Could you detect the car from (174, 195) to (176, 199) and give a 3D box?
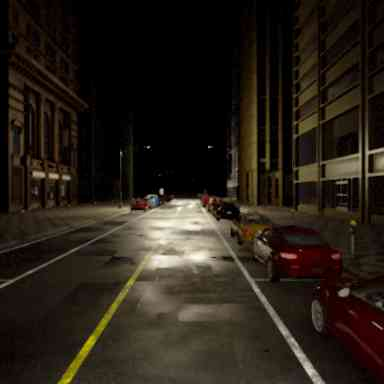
[{"bbox_3d":[-5.981,1.486,88.031,1.887,1.381,4.507,0,0,0],"label":"car"}]

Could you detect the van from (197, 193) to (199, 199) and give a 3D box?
[{"bbox_3d":[2.586,1.284,71.215,1.690,1.788,3.998,0,0,0],"label":"van"}]

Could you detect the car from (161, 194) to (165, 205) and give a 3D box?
[{"bbox_3d":[-5.896,1.502,54.321,1.887,1.381,4.507,0,0,0],"label":"car"}]

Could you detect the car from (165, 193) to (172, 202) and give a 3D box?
[{"bbox_3d":[-5.939,1.530,71.176,1.802,1.307,4.206,0,0,0],"label":"car"}]

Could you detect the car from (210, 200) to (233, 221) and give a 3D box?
[{"bbox_3d":[2.699,1.538,26.265,1.947,1.339,4.313,0,0,0],"label":"car"}]

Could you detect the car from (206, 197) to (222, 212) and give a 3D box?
[{"bbox_3d":[2.685,1.513,31.884,1.887,1.381,4.507,0,0,0],"label":"car"}]

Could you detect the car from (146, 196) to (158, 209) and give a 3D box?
[{"bbox_3d":[-5.868,1.531,43.085,1.947,1.339,4.313,0,0,0],"label":"car"}]

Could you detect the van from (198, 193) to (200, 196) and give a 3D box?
[{"bbox_3d":[2.600,1.287,65.597,1.690,1.788,3.998,0,0,0],"label":"van"}]

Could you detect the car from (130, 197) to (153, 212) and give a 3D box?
[{"bbox_3d":[-5.854,1.551,37.466,1.802,1.307,4.206,0,0,0],"label":"car"}]

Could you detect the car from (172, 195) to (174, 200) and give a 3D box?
[{"bbox_3d":[-5.953,1.260,76.794,2.192,1.841,5.009,0,0,0],"label":"car"}]

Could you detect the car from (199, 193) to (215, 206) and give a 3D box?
[{"bbox_3d":[2.643,1.271,48.740,2.192,1.841,5.009,0,0,0],"label":"car"}]

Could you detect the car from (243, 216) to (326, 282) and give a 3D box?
[{"bbox_3d":[2.742,1.568,9.409,1.802,1.307,4.206,0,0,0],"label":"car"}]

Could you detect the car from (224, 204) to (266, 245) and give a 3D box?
[{"bbox_3d":[2.727,1.506,15.197,1.752,1.417,4.829,0,0,0],"label":"car"}]

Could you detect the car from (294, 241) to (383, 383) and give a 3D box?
[{"bbox_3d":[2.756,1.575,3.790,1.802,1.307,4.206,0,0,0],"label":"car"}]

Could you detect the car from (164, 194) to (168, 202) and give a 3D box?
[{"bbox_3d":[-5.910,1.520,59.940,1.947,1.339,4.313,0,0,0],"label":"car"}]

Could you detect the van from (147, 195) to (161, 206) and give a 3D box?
[{"bbox_3d":[-5.882,1.302,48.703,1.690,1.788,3.998,0,0,0],"label":"van"}]

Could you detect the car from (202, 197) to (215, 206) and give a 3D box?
[{"bbox_3d":[2.629,1.518,54.359,1.947,1.339,4.313,0,0,0],"label":"car"}]

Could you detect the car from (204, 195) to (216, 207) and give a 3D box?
[{"bbox_3d":[2.671,1.404,37.503,1.967,1.590,4.097,0,0,0],"label":"car"}]
